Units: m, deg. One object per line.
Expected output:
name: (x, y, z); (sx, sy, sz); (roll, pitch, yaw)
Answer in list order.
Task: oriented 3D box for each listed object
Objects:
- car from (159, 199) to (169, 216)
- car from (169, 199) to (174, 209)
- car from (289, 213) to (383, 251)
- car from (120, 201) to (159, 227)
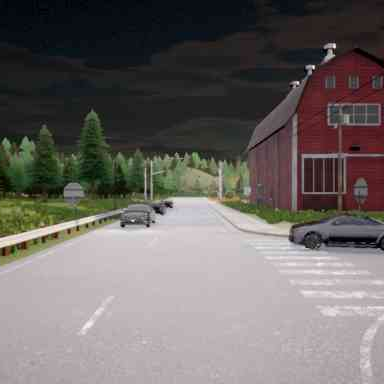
car: (-3.566, 1.604, 32.386); (1.895, 1.301, 4.718); (0, 0, 0)
car: (-3.545, 1.605, 45.146); (1.895, 1.301, 4.718); (0, 0, 0)
car: (6.113, 1.565, 13.457); (4.181, 1.385, 1.994); (0, 0, 12)
car: (-3.571, 1.507, 22.562); (1.837, 1.490, 4.892); (0, 0, 0)
